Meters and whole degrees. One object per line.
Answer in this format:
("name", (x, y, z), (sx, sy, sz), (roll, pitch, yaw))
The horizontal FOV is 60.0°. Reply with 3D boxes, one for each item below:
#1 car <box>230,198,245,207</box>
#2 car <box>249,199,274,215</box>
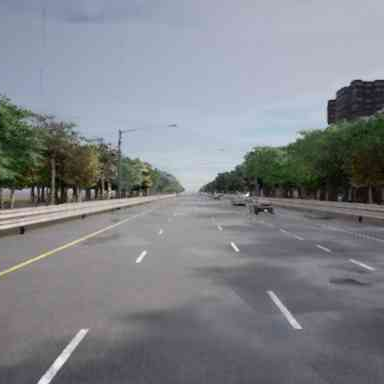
("car", (7.072, 1.589, 51.596), (2.033, 1.411, 5.357), (0, 0, 0))
("car", (7.021, 1.527, 33.948), (1.837, 1.490, 4.892), (0, 0, 0))
